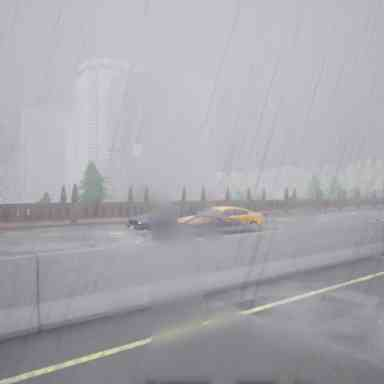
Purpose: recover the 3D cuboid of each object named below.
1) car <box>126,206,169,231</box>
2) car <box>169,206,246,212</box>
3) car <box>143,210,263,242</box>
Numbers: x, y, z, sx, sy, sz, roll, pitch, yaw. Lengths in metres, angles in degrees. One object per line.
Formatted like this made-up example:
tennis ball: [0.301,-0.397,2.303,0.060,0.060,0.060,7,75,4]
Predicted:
car: [-1.136,1.565,19.853,5.357,1.411,2.033,0,0,-35]
car: [1.534,1.498,17.457,5.008,1.535,1.882,0,0,-35]
car: [0.591,1.577,12.490,4.181,1.385,1.994,0,0,-35]
